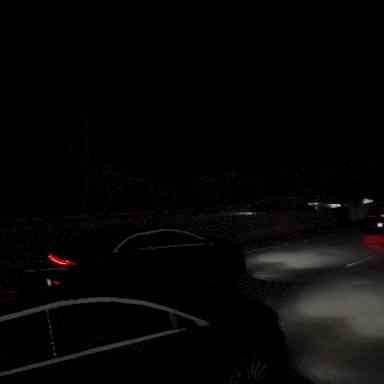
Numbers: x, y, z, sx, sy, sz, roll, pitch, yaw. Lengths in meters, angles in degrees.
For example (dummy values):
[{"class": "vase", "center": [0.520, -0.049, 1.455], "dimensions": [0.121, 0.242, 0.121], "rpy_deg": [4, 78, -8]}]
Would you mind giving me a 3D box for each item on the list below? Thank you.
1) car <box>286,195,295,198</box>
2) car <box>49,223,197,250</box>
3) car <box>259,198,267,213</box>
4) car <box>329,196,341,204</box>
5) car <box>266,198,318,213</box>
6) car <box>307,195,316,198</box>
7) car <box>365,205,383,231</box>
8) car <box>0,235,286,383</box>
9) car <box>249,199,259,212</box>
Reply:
[{"class": "car", "center": [22.574, 1.428, 76.175], "dimensions": [1.812, 1.442, 4.674], "rpy_deg": [0, 0, 7]}, {"class": "car", "center": [-0.815, 1.491, 7.799], "dimensions": [4.902, 1.511, 2.128], "rpy_deg": [0, 0, -38]}, {"class": "car", "center": [8.621, 1.564, 32.797], "dimensions": [1.994, 1.385, 4.181], "rpy_deg": [0, 0, 36]}, {"class": "car", "center": [26.950, 1.500, 62.368], "dimensions": [2.128, 1.511, 4.902], "rpy_deg": [0, 0, 17]}, {"class": "car", "center": [8.062, 1.478, 26.441], "dimensions": [1.882, 1.535, 5.008], "rpy_deg": [0, 0, 39]}, {"class": "car", "center": [25.079, 1.498, 69.651], "dimensions": [1.837, 1.490, 4.892], "rpy_deg": [0, 0, 13]}, {"class": "car", "center": [11.851, 1.506, 19.862], "dimensions": [1.837, 1.490, 4.892], "rpy_deg": [0, 1, 42]}, {"class": "car", "center": [-1.144, 1.492, 3.102], "dimensions": [4.902, 1.511, 2.128], "rpy_deg": [0, 0, -36]}, {"class": "car", "center": [8.236, 1.478, 38.279], "dimensions": [1.882, 1.535, 5.008], "rpy_deg": [0, 0, 33]}]
